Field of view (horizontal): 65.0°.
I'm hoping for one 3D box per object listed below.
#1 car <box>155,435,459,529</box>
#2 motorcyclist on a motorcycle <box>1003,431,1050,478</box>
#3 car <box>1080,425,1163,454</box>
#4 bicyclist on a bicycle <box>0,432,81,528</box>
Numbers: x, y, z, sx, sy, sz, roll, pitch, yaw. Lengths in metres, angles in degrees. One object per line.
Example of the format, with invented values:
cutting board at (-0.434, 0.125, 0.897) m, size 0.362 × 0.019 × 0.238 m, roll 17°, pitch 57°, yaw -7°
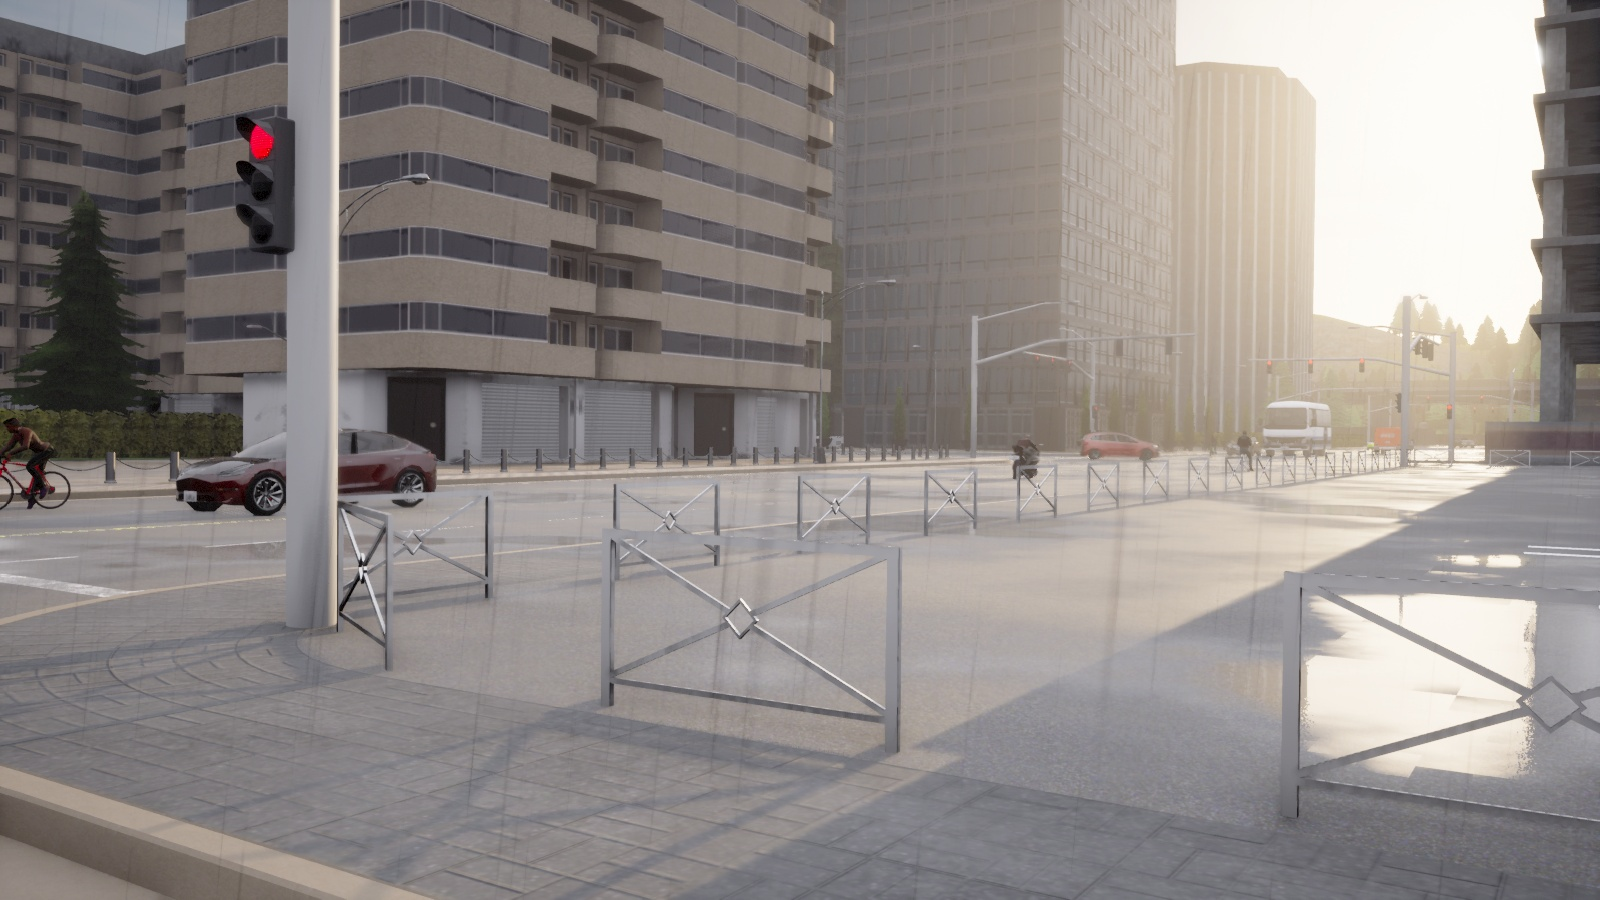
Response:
car at (-8.837, 0.498, 22.939) m, size 2.163 × 1.488 × 4.792 m, roll 0°, pitch 1°, yaw 33°
motorcyclist on a motorcycle at (7.613, 0.121, 42.192) m, size 0.866 × 1.530 × 2.191 m, roll 0°, pitch 1°, yaw 30°
car at (18.967, -0.640, 74.282) m, size 4.611 × 1.667 × 2.242 m, roll 0°, pitch 1°, yaw 10°
bicyclist on a bicycle at (-13.599, 0.507, 21.982) m, size 0.582 × 1.620 × 1.656 m, roll 0°, pitch 1°, yaw 33°
